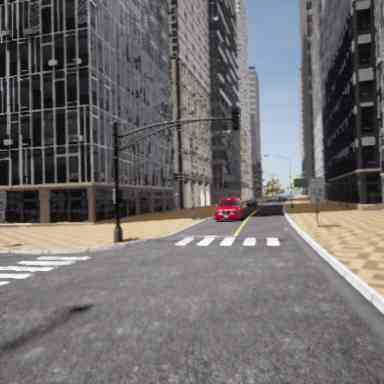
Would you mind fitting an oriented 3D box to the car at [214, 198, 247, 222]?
[{"bbox_3d":[3.411,1.607,30.119,2.150,2.045,5.566,-2,1,13],"label":"car"}]

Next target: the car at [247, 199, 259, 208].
[{"bbox_3d":[10.213,1.936,56.108,1.994,1.385,4.181,-2,-1,16],"label":"car"}]
